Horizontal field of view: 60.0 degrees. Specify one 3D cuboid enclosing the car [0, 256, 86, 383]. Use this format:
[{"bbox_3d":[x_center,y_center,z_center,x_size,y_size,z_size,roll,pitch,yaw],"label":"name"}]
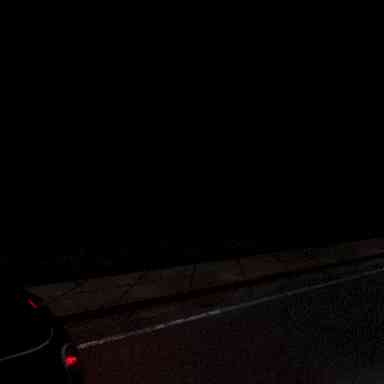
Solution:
[{"bbox_3d":[-2.986,1.335,1.886,4.553,1.767,2.097,1,0,-35],"label":"car"}]
